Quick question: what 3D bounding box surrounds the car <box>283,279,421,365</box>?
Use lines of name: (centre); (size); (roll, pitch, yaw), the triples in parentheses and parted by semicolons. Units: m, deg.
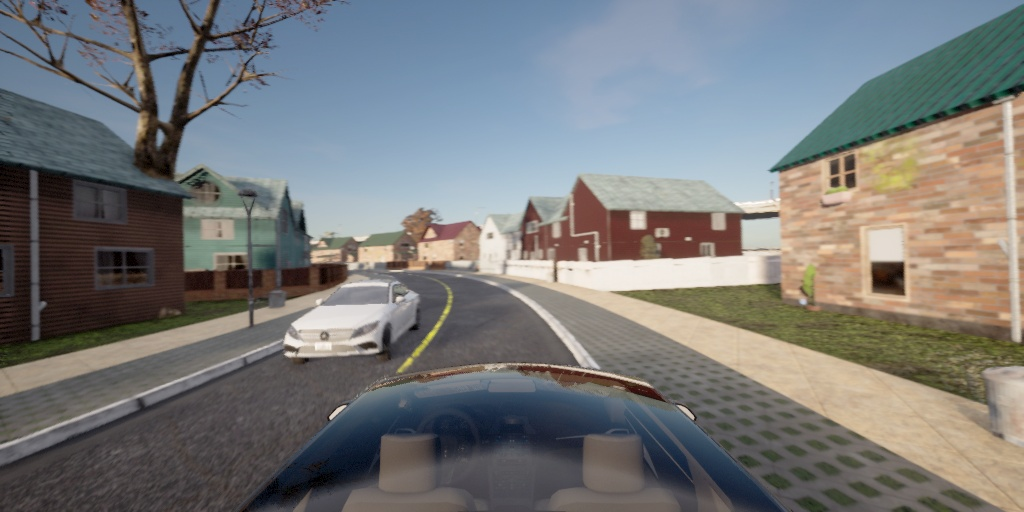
car: (-3.429, 1.328, 8.622); (1.812, 1.442, 4.674); (-1, 0, -3)
